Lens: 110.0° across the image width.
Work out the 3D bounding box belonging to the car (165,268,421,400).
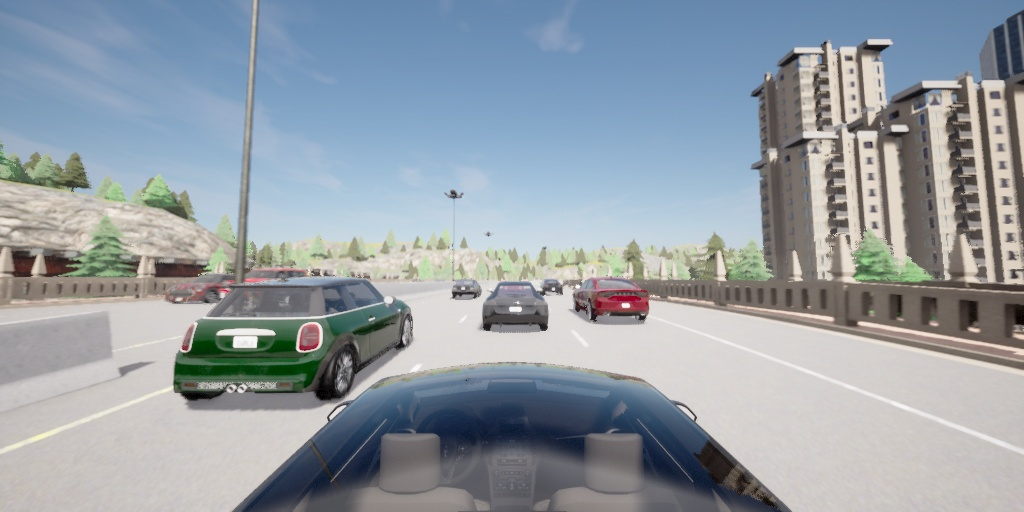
[{"bbox_3d":[-3.401,1.163,6.696,2.097,1.767,4.553,0,-1,0],"label":"car"}]

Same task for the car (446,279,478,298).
[{"bbox_3d":[-3.401,2.471,27.536,2.033,1.411,5.357,0,-4,0],"label":"car"}]

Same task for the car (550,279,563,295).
[{"bbox_3d":[3.599,2.844,33.461,1.812,1.442,4.674,0,-4,0],"label":"car"}]

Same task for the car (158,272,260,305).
[{"bbox_3d":[-17.600,1.854,21.227,2.097,1.767,4.553,0,-4,0],"label":"car"}]

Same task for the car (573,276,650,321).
[{"bbox_3d":[3.599,1.535,13.819,1.882,1.535,5.008,0,-3,0],"label":"car"}]

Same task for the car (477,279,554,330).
[{"bbox_3d":[0.099,1.540,12.027,1.994,1.385,4.181,0,-2,0],"label":"car"}]

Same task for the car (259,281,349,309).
[{"bbox_3d":[-10.603,1.942,18.777,1.895,1.301,4.718,0,-4,0],"label":"car"}]
